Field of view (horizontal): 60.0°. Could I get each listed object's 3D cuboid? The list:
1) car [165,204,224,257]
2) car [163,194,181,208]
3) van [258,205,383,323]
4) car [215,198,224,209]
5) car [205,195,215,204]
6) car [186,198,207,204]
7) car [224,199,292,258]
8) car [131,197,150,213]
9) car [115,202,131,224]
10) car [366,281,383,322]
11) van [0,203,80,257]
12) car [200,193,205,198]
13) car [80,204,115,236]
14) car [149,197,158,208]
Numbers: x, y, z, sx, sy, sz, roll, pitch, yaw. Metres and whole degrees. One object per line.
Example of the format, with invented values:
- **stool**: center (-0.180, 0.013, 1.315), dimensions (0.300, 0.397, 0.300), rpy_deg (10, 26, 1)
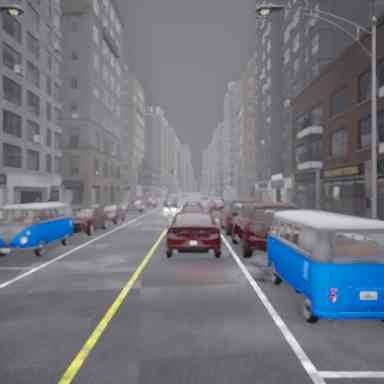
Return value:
- **car**: center (0.065, 1.448, 12.901), dimensions (1.882, 1.535, 5.008), rpy_deg (0, 0, 0)
- **car**: center (-3.072, 1.445, 47.942), dimensions (2.128, 1.511, 4.902), rpy_deg (0, 0, 0)
- **van**: center (2.670, 1.325, 6.876), dimensions (1.690, 1.788, 3.998), rpy_deg (0, 0, 0)
- **car**: center (2.668, 1.273, 18.190), dimensions (2.192, 1.841, 5.009), rpy_deg (0, 0, 0)
- **car**: center (2.664, 1.387, 35.155), dimensions (1.967, 1.590, 4.097), rpy_deg (0, 0, 0)
- **car**: center (0.071, 1.510, 29.486), dimensions (1.994, 1.385, 4.181), rpy_deg (0, 0, 0)
- **car**: center (2.669, 1.286, 12.532), dimensions (2.192, 1.841, 5.009), rpy_deg (0, 0, 0)
- **car**: center (-5.861, 1.529, 35.162), dimensions (1.802, 1.307, 4.206), rpy_deg (0, 0, 0)
- **car**: center (-5.859, 1.531, 23.856), dimensions (1.802, 1.307, 4.206), rpy_deg (0, 0, 0)
- **car**: center (2.669, 1.579, 1.221), dimensions (1.802, 1.307, 4.206), rpy_deg (0, 0, 0)
- **van**: center (-5.856, 1.313, 12.546), dimensions (1.690, 1.788, 3.998), rpy_deg (0, 0, 0)
- **car**: center (3.335, 1.428, 90.177), dimensions (1.967, 1.590, 4.097), rpy_deg (0, 0, 1)
- **car**: center (-5.857, 1.503, 18.202), dimensions (1.887, 1.381, 4.507), rpy_deg (0, 0, 0)
- **car**: center (-5.862, 1.392, 46.472), dimensions (1.967, 1.590, 4.097), rpy_deg (0, 0, 0)
